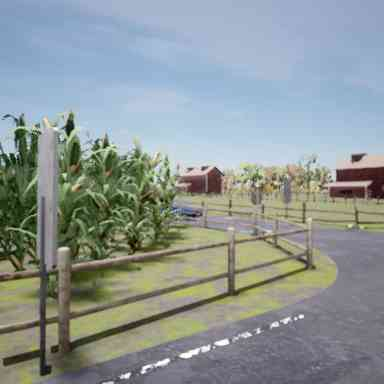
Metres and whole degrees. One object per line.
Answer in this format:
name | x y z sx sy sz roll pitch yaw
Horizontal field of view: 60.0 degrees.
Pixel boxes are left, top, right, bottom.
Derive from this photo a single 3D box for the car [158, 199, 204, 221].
car | -1.102 1.277 25.168 1.882 1.535 5.008 1 0 -38
